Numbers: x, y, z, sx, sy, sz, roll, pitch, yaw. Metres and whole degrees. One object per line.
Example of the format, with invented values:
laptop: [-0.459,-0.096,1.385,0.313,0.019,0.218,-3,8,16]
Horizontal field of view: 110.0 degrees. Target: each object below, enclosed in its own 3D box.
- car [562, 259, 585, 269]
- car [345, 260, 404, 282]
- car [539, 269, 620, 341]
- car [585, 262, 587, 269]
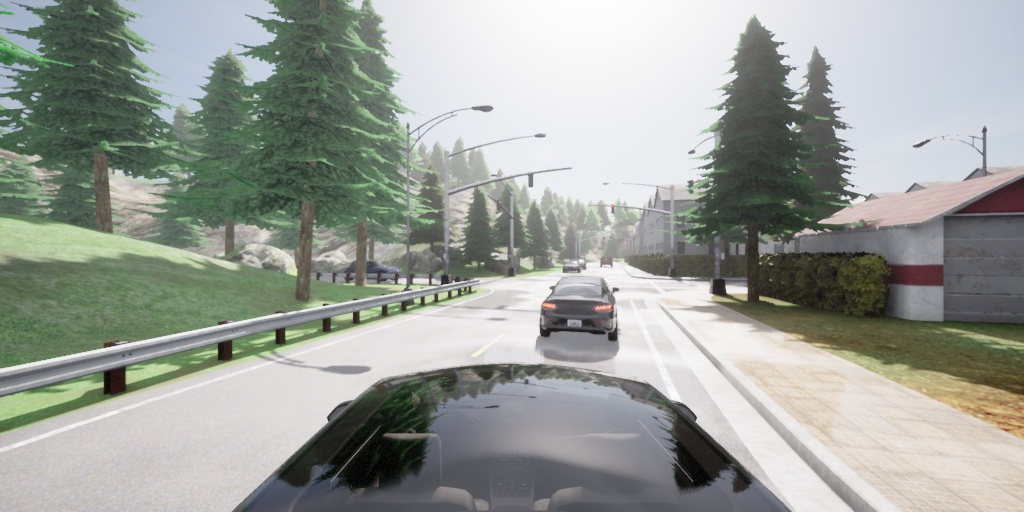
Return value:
car: [7.270,1.305,43.184,1.994,1.385,4.181,0,0,15]
car: [-11.045,1.112,28.850,4.553,1.767,2.097,0,0,15]
car: [1.939,1.274,9.902,1.812,1.442,4.674,0,0,15]
car: [9.956,1.231,52.873,2.128,1.511,4.902,0,0,16]
